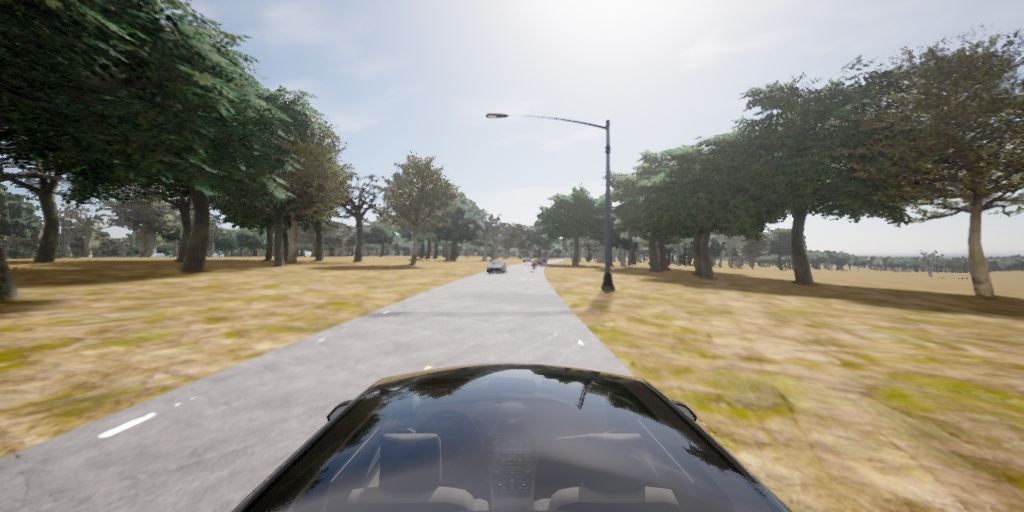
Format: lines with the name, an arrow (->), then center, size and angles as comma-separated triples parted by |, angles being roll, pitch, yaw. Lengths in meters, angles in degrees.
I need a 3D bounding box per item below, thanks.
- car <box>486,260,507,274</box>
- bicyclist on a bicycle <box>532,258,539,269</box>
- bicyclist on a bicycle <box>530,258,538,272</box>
car -> -1.596, 1.194, 39.346 | 2.033, 1.411, 5.357 | 0, 0, 5
bicyclist on a bicycle -> 3.418, 1.059, 51.674 | 0.866, 1.612, 1.509 | 0, -1, 6
bicyclist on a bicycle -> 2.591, 1.075, 42.908 | 0.866, 1.612, 1.509 | -1, -1, 5
